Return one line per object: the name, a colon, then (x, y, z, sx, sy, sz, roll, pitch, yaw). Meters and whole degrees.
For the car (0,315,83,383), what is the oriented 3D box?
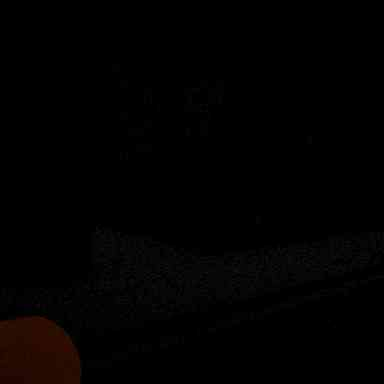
car: (-2.959, 1.479, 1.265, 5.008, 1.535, 1.882, 0, 0, -36)
